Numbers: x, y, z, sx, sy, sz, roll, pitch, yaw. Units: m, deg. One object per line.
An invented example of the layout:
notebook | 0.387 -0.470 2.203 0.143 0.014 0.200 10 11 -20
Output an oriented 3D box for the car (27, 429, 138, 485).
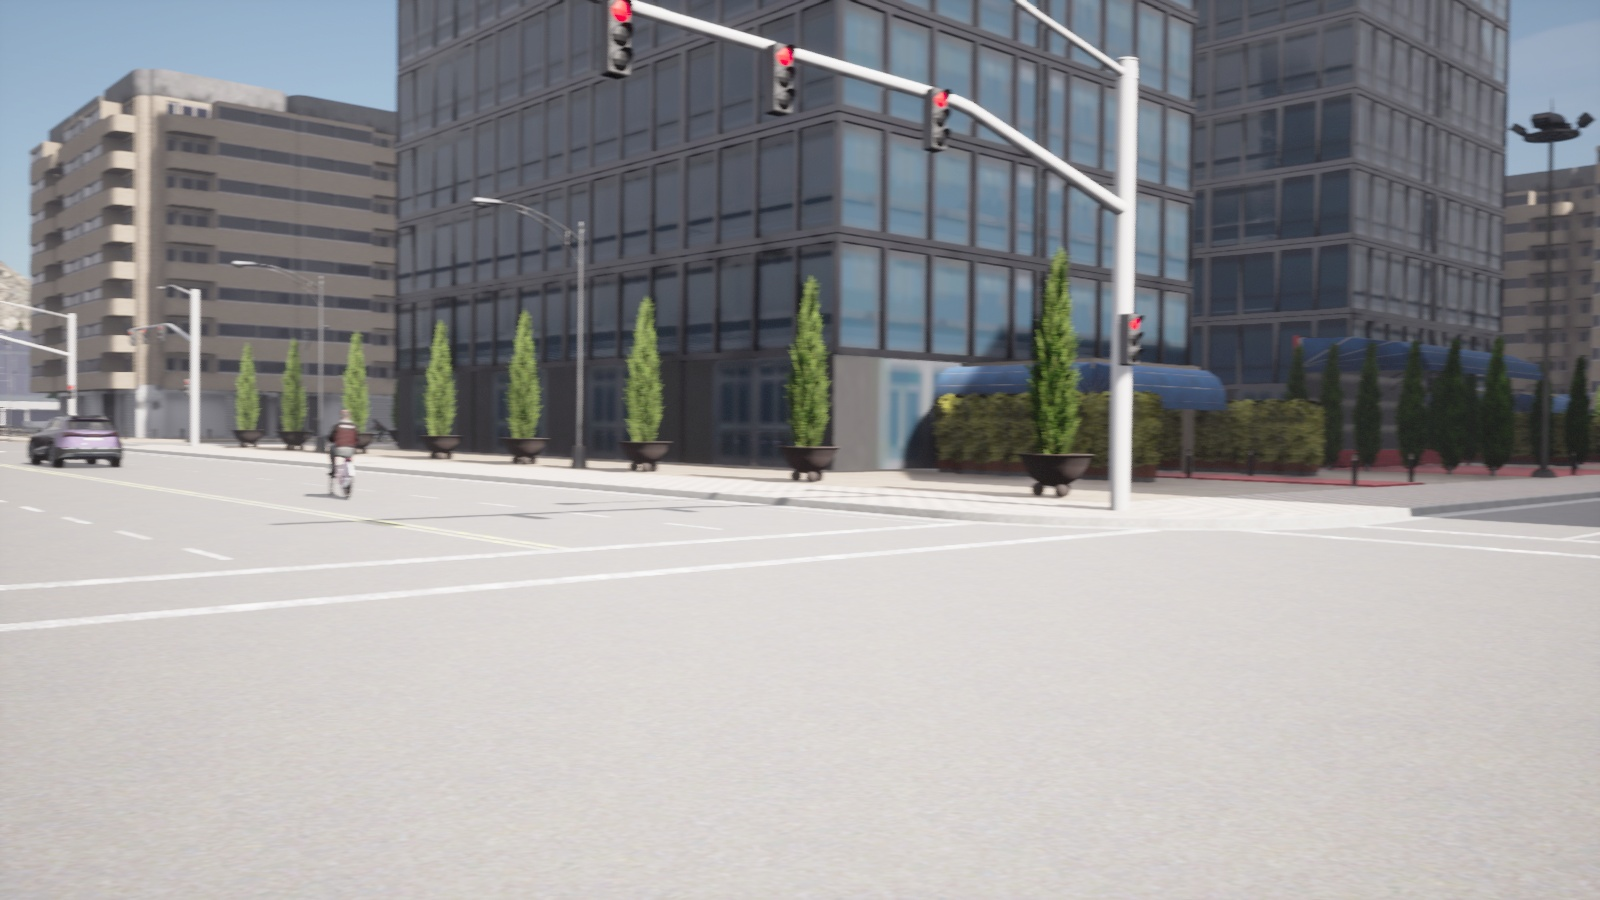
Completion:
car | -22.992 0.183 40.161 2.033 1.649 4.856 -2 1 -42

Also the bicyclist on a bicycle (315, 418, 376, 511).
bicyclist on a bicycle | -9.068 0.278 25.006 0.659 1.776 1.843 2 0 -34
